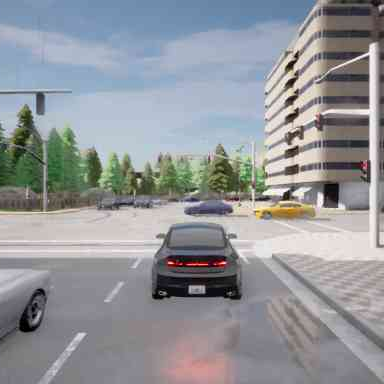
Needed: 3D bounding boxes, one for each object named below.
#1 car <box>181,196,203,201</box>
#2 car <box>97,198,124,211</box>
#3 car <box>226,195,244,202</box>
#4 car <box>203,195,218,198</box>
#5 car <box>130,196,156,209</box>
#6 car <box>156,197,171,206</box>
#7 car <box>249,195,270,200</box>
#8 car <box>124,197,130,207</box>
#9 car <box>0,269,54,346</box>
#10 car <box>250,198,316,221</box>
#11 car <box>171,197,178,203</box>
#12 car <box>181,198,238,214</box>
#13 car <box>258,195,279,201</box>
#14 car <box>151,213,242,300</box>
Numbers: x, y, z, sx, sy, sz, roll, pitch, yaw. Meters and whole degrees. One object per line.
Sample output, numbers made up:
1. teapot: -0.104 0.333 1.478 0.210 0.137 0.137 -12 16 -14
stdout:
1. car: -0.438 1.478 68.741 1.882 1.535 5.008 0 0 33
2. car: -10.399 1.505 41.671 1.837 1.490 4.892 0 0 2
3. car: 9.710 1.478 75.109 5.008 1.535 1.882 0 0 -41
4. car: 3.942 1.523 79.338 5.357 1.411 2.033 0 0 -44
5. car: -6.757 1.352 46.477 2.097 1.767 4.553 0 0 3
6. car: -5.631 1.601 56.257 1.895 1.301 4.718 0 0 14
7. car: 15.183 1.595 74.838 4.718 1.301 1.895 0 0 -33
8. car: -9.940 1.547 51.559 2.033 1.411 5.357 0 0 6
9. car: -3.426 1.601 3.869 1.895 1.301 4.718 0 0 0
10. car: 7.622 1.526 27.533 5.008 1.535 1.882 0 0 0
11. car: -4.769 1.601 68.379 1.895 1.301 4.718 0 0 29
12. car: 1.565 1.538 31.011 4.674 1.442 1.812 0 0 -1
13. car: 18.507 1.500 80.625 4.892 1.490 1.837 0 0 -22
14. car: 0.116 1.505 8.390 1.837 1.490 4.892 0 0 1
